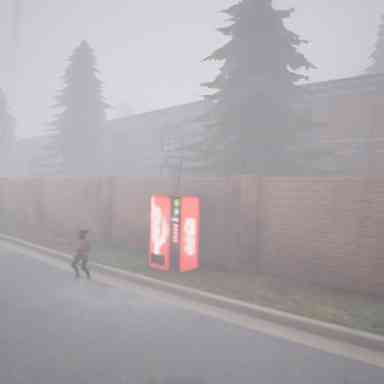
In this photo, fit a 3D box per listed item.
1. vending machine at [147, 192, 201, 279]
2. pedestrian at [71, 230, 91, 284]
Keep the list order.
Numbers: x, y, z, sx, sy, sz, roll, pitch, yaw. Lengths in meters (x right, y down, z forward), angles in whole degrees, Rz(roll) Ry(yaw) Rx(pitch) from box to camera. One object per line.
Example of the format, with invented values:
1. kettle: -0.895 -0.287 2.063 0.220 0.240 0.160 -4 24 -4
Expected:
1. vending machine: -0.469 1.067 8.783 0.880 2.100 1.100 2 1 39
2. pedestrian: -2.469 1.140 7.620 0.375 1.860 0.375 2 1 40
